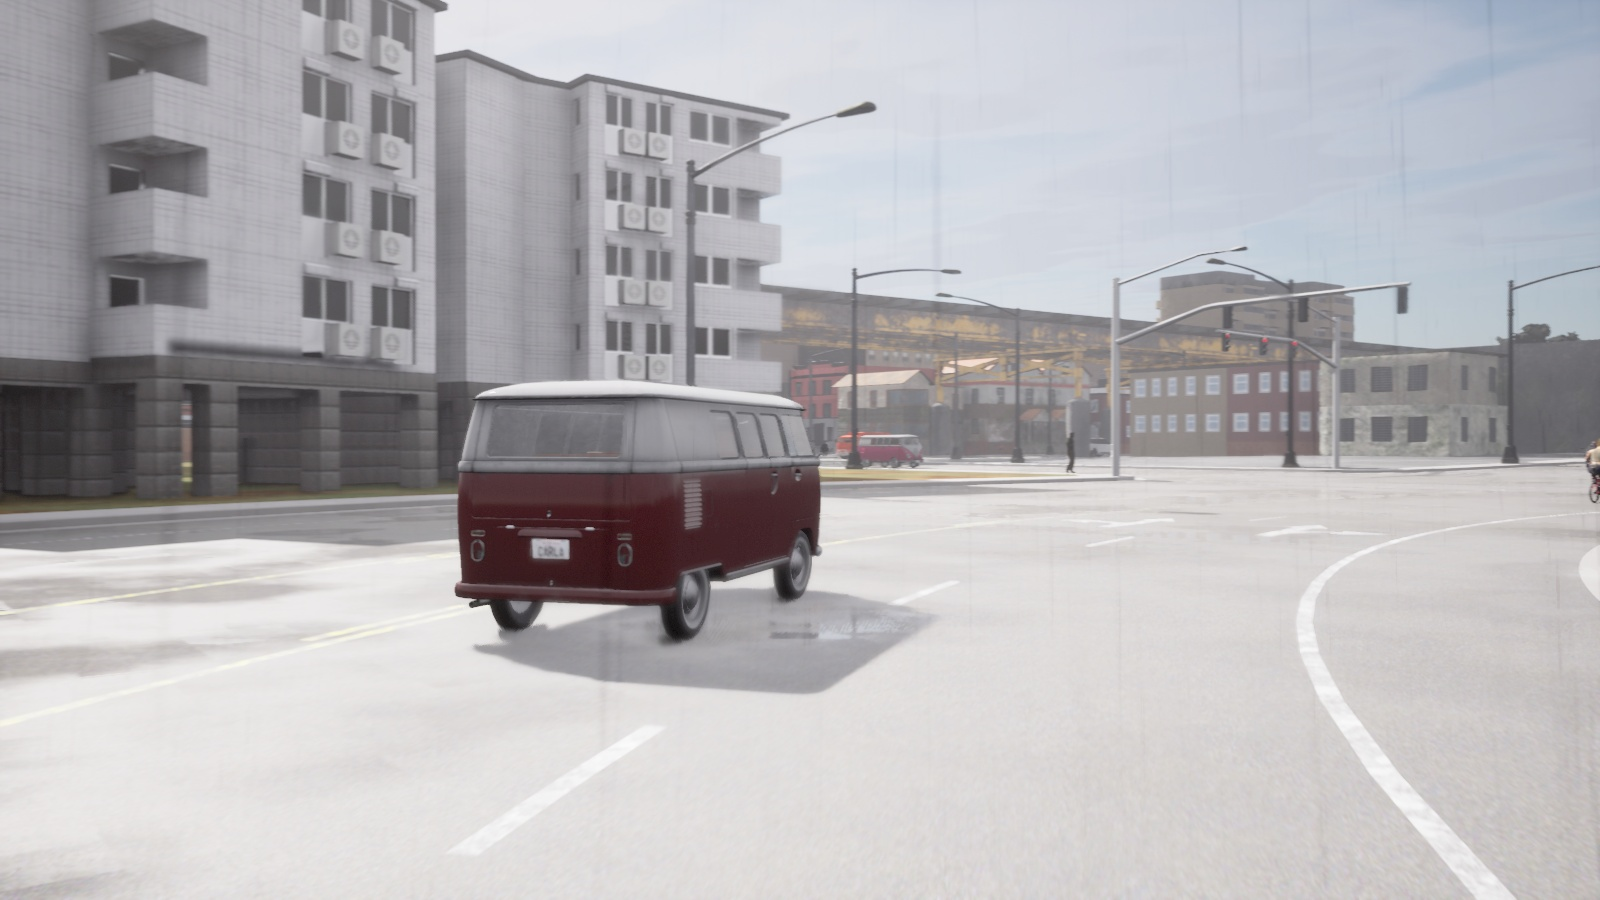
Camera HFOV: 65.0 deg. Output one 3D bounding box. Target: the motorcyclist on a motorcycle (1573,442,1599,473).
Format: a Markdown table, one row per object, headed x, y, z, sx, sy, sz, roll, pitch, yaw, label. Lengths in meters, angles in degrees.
| x | y | z | sx | sy | sz | roll | pitch | yaw | label |
| --- | --- | --- | --- | --- | --- | --- | --- | --- | --- |
| 40.202 | 0.380 | 63.769 | 2.191 | 1.530 | 0.866 | -1 | 1 | -38 | motorcyclist on a motorcycle |

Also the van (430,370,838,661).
| x | y | z | sx | sy | sz | roll | pitch | yaw | label |
| --- | --- | --- | --- | --- | --- | --- | --- | --- | --- |
| -1.153 | 0.435 | 10.961 | 1.775 | 1.987 | 4.442 | 0 | 0 | 18 | van |

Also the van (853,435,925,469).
| x | y | z | sx | sy | sz | roll | pitch | yaw | label |
| --- | --- | --- | --- | --- | --- | --- | --- | --- | --- |
| 5.266 | 0.087 | 74.625 | 1.775 | 1.987 | 4.442 | 0 | 0 | -38 | van |

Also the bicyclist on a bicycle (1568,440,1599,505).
| x | y | z | sx | sy | sz | roll | pitch | yaw | label |
| --- | --- | --- | --- | --- | --- | --- | --- | --- | --- |
| 19.998 | 0.547 | 31.409 | 1.509 | 1.612 | 0.866 | 0 | 0 | -38 | bicyclist on a bicycle |

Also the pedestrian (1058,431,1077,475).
| x | y | z | sx | sy | sz | roll | pitch | yaw | label |
| --- | --- | --- | --- | --- | --- | --- | --- | --- | --- |
| 11.724 | 0.117 | 55.012 | 0.395 | 1.930 | 0.692 | 0 | 0 | -40 | pedestrian |
